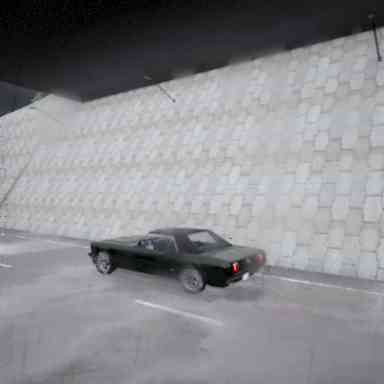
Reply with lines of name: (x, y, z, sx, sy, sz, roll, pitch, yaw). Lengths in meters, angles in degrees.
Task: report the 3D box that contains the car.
car: (-0.605, 1.593, 8.729, 4.718, 1.301, 1.895, 0, 0, 36)
